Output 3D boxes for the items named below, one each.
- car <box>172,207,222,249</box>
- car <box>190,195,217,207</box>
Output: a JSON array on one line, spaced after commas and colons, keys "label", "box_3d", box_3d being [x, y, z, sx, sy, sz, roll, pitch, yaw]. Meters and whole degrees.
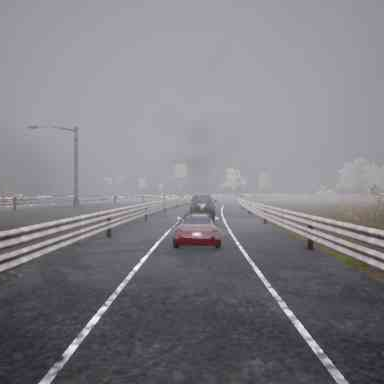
[{"label": "car", "box_3d": [0.249, 1.573, 14.581, 1.994, 1.385, 4.181, 0, 0, 2]}, {"label": "car", "box_3d": [0.998, 1.261, 29.535, 2.150, 2.045, 5.566, 0, 0, 4]}]
